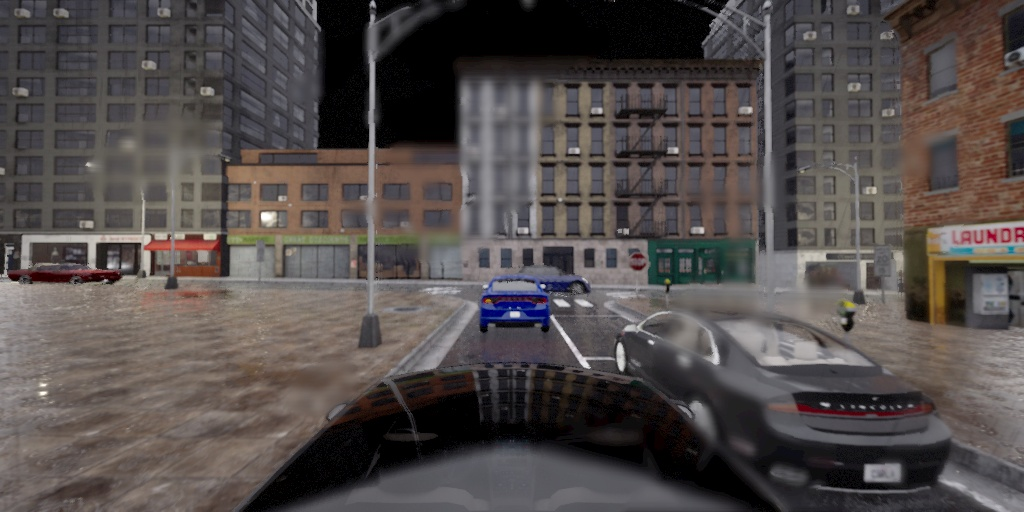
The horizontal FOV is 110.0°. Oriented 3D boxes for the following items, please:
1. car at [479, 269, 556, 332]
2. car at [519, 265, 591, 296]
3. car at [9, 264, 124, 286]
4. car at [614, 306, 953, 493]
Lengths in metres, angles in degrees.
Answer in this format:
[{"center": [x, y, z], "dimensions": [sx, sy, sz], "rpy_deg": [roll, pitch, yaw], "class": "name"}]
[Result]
[{"center": [0.072, 1.327, 11.284], "dimensions": [1.882, 1.535, 5.008], "rpy_deg": [0, -1, 0], "class": "car"}, {"center": [2.235, 1.361, 20.908], "dimensions": [4.553, 1.767, 2.097], "rpy_deg": [1, -1, 0], "class": "car"}, {"center": [-25.984, 1.094, 21.033], "dimensions": [4.718, 1.301, 1.895], "rpy_deg": [1, -1, 0], "class": "car"}, {"center": [2.638, 1.332, 4.731], "dimensions": [2.007, 1.370, 4.403], "rpy_deg": [0, 0, 0], "class": "car"}]
